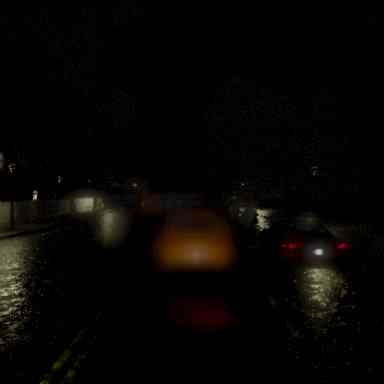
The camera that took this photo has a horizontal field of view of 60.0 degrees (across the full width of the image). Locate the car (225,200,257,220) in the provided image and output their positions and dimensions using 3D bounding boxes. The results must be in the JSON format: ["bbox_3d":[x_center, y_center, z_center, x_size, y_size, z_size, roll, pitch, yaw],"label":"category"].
[{"bbox_3d":[3.697,1.385,25.593,2.097,1.767,4.553,0,0,2],"label":"car"}]

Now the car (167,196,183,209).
[{"bbox_3d":[-2.145,1.423,45.994,2.097,1.767,4.553,0,0,3],"label":"car"}]

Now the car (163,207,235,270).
[{"bbox_3d":[0.150,1.490,11.093,1.882,1.535,5.008,0,0,1],"label":"car"}]

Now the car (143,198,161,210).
[{"bbox_3d":[-5.436,1.550,45.372,1.882,1.535,5.008,0,0,3],"label":"car"}]

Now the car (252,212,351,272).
[{"bbox_3d":[3.398,1.575,10.831,1.994,1.385,4.181,0,0,1],"label":"car"}]

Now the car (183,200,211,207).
[{"bbox_3d":[0.512,1.514,27.508,1.882,1.535,5.008,0,0,2],"label":"car"}]
